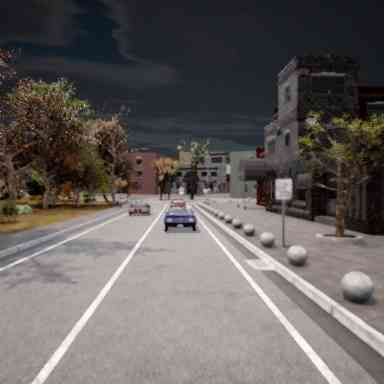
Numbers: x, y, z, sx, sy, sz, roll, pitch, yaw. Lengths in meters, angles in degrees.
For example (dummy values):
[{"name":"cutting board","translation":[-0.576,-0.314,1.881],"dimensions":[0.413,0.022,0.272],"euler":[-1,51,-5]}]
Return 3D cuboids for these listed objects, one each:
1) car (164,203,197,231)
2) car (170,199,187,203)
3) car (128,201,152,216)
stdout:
[{"name":"car","translation":[-0.756,1.602,20.834],"dimensions":[1.895,1.301,4.718],"euler":[0,0,-3]},{"name":"car","translation":[-1.576,1.521,38.596],"dimensions":[1.812,1.442,4.674],"euler":[0,0,-3]},{"name":"car","translation":[-4.979,1.582,32.270],"dimensions":[1.994,1.385,4.181],"euler":[0,0,-3]}]
